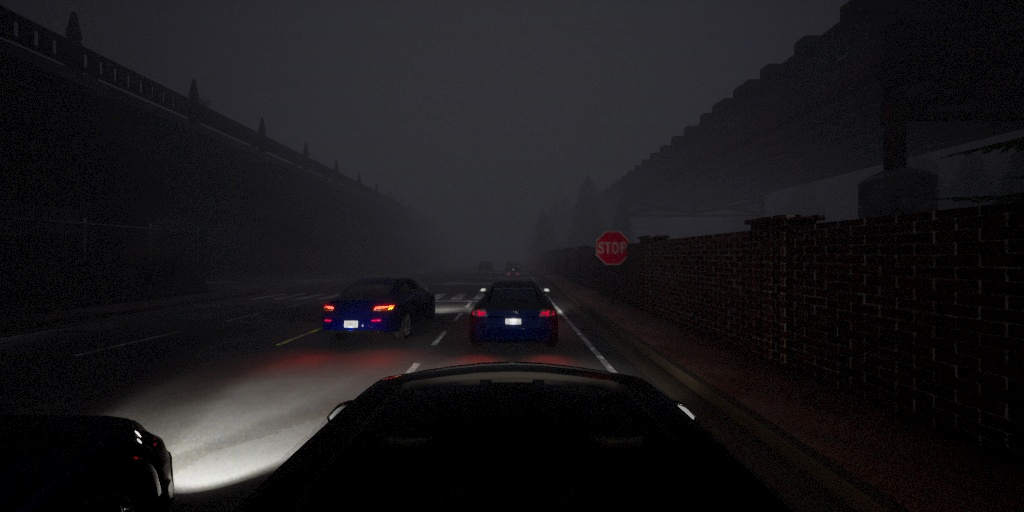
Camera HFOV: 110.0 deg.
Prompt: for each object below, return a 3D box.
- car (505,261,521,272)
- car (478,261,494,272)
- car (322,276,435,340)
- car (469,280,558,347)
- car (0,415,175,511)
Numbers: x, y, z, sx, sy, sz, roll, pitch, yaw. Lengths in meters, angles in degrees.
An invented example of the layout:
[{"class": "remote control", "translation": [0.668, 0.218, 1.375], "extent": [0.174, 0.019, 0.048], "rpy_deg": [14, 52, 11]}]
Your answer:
[{"class": "car", "translation": [0.111, 1.351, 46.174], "extent": [1.895, 1.301, 4.718], "rpy_deg": [0, 0, -1]}, {"class": "car", "translation": [-3.384, 1.297, 45.997], "extent": [2.033, 1.411, 5.357], "rpy_deg": [0, 0, -1]}, {"class": "car", "translation": [-3.411, 1.276, 9.887], "extent": [1.812, 1.442, 4.674], "rpy_deg": [0, 0, 0]}, {"class": "car", "translation": [0.071, 1.314, 9.364], "extent": [1.994, 1.385, 4.181], "rpy_deg": [0, 0, 1]}, {"class": "car", "translation": [-3.399, 1.314, 0.791], "extent": [1.994, 1.385, 4.181], "rpy_deg": [0, 0, 0]}]
